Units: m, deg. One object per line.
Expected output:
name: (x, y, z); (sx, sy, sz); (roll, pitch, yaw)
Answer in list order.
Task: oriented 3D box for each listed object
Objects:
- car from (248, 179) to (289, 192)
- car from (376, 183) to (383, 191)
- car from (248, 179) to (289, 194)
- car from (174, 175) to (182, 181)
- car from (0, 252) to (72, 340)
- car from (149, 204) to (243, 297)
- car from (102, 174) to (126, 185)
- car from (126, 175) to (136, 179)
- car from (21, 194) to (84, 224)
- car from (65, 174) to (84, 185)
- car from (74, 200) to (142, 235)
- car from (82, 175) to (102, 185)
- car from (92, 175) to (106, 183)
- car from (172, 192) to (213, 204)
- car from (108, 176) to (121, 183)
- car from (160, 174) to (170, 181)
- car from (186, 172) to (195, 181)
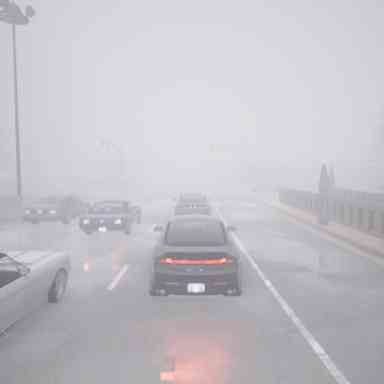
car: (9.743, -0.850, 42.695); (4.902, 1.511, 2.128); (0, 4, 5)
car: (25.802, -0.856, 42.022); (4.674, 1.442, 1.812); (0, 4, 1)
car: (9.017, -0.749, 38.949); (4.553, 1.767, 2.097); (0, 4, -1)
car: (-3.911, -3.749, 88.393); (1.812, 1.442, 4.674); (0, 4, 0)
car: (-3.418, 1.517, 4.833); (1.895, 1.301, 4.718); (0, 2, 0)
car: (0.069, 1.308, 8.150); (1.837, 1.490, 4.892); (0, 2, 0)
car: (-14.324, -2.321, 61.453); (2.150, 2.045, 5.566); (0, 4, 0)
car: (-14.356, -3.183, 76.979); (2.097, 1.767, 4.553); (0, 4, 0)
car: (-6.970, 0.804, 17.690); (2.033, 1.411, 5.357); (0, 4, 0)
car: (-21.316, -2.301, 61.117); (2.150, 2.045, 5.566); (0, 4, 0)
car: (-3.458, 1.024, 15.058); (1.895, 1.301, 4.718); (0, 4, 0)
car: (-17.819, -1.971, 61.084); (2.033, 1.411, 5.357); (0, 4, 0)
car: (-21.355, -3.047, 76.782); (1.882, 1.535, 5.008); (0, 4, 0)
car: (0.033, 0.774, 17.528); (1.837, 1.490, 4.892); (0, 4, -1)
car: (-17.854, -2.987, 76.568); (1.812, 1.442, 4.674); (0, 4, 0)
car: (-7.411, -3.748, 88.377); (1.812, 1.442, 4.674); (0, 4, 0)
car: (-0.405, -3.982, 87.173); (2.150, 2.045, 5.566); (0, 4, 0)
